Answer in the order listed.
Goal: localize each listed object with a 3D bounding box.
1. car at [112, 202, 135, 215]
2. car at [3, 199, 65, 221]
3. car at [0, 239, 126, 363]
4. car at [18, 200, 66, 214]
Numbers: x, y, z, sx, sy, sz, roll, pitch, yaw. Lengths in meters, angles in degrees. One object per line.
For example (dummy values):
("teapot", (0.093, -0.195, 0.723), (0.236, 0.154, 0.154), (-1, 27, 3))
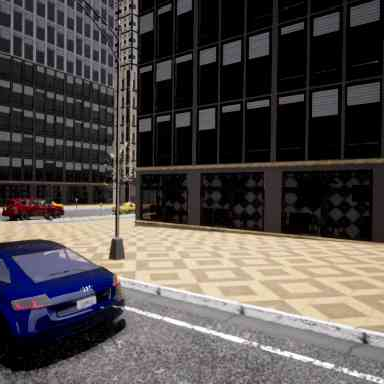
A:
("car", (-7.013, 1.830, 38.383), (1.752, 1.417, 4.829), (1, 0, 36))
("car", (-13.778, 1.520, 29.147), (2.192, 1.841, 5.009), (1, 0, 36))
("car", (-3.181, 1.561, 5.935), (4.181, 1.385, 1.994), (0, 0, 34))
("car", (-17.308, 1.643, 38.510), (1.752, 1.417, 4.829), (1, 0, 36))
